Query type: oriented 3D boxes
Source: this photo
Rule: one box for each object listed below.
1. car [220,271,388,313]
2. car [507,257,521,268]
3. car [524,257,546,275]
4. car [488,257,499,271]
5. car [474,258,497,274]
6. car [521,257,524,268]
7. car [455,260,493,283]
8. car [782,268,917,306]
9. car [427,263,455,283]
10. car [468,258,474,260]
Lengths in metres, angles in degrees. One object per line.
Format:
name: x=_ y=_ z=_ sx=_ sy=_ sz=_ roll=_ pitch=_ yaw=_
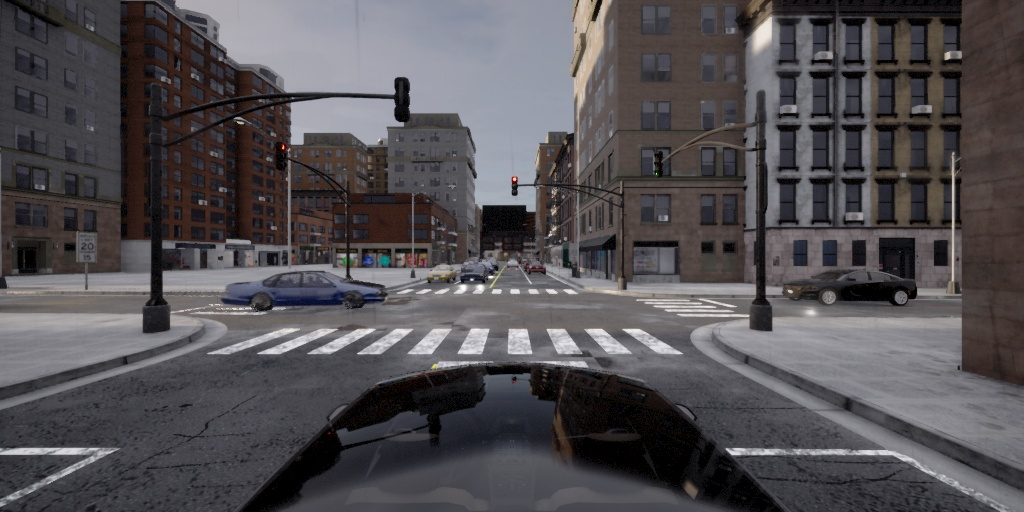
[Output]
car: x=-7.582 y=1.269 z=13.566 sx=5.357 sy=1.411 sz=2.033 roll=0 pitch=0 yaw=-13
car: x=0.124 y=1.279 z=61.892 sx=1.812 sy=1.442 sz=4.674 roll=0 pitch=0 yaw=0
car: x=2.650 y=1.191 z=39.391 sx=1.967 sy=1.591 sz=4.097 roll=0 pitch=0 yaw=0
car: x=-2.818 y=1.230 z=48.694 sx=1.882 sy=1.535 sz=5.008 roll=0 pitch=0 yaw=0
car: x=-2.839 y=1.277 z=38.204 sx=1.812 sy=1.442 sz=4.674 roll=0 pitch=0 yaw=0
car: x=2.652 y=1.066 z=45.054 sx=2.192 sy=1.841 sz=5.009 roll=0 pitch=0 yaw=0
car: x=-2.840 y=1.298 z=28.153 sx=2.033 sy=1.411 sz=5.357 roll=0 pitch=0 yaw=0
car: x=14.777 y=1.310 z=15.858 sx=5.008 sy=1.535 sz=1.882 roll=0 pitch=0 yaw=-1
car: x=-5.379 y=1.276 z=27.901 sx=1.751 sy=1.417 sz=4.829 roll=0 pitch=0 yaw=0
car: x=-5.373 y=1.302 z=45.057 sx=2.007 sy=1.370 sz=4.403 roll=0 pitch=0 yaw=0
